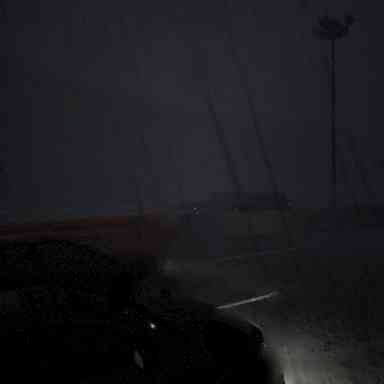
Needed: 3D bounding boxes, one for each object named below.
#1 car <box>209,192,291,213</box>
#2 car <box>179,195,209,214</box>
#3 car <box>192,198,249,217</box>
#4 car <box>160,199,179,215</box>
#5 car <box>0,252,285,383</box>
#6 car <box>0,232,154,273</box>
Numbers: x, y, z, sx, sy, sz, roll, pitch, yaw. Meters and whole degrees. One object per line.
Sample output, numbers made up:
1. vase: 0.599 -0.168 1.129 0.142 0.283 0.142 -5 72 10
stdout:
1. car: 4.292 1.049 22.872 5.566 2.045 2.150 -1 0 -29
2. car: 2.169 1.050 25.693 5.566 2.045 2.150 -1 0 -29
3. car: 2.561 1.306 29.860 4.892 1.490 1.837 -1 0 -28
4. car: -0.803 1.343 32.009 4.674 1.442 1.812 -1 0 -29
5. car: -1.154 1.558 2.829 4.181 1.385 1.994 -1 0 -35
6. car: -2.662 1.466 6.034 5.008 1.535 1.882 -1 0 -35
